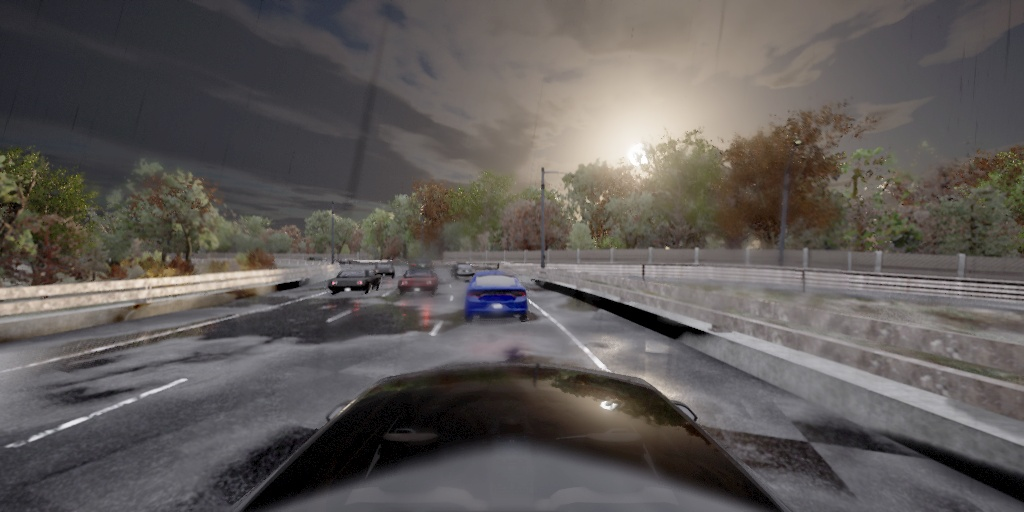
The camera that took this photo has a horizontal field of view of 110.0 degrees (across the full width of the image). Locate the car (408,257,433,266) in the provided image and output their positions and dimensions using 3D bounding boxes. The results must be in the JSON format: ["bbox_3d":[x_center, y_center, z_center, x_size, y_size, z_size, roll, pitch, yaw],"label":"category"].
[{"bbox_3d":[-9.377,1.093,36.697,2.150,2.045,5.566,0,0,-19],"label":"car"}]

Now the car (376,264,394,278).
[{"bbox_3d":[-12.676,1.469,35.550,1.895,1.301,4.718,0,0,-19],"label":"car"}]

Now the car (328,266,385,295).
[{"bbox_3d":[-8.786,1.417,20.467,1.895,1.301,4.718,0,0,-10],"label":"car"}]

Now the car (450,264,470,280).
[{"bbox_3d":[-4.647,1.408,33.525,2.033,1.411,5.357,0,0,-17],"label":"car"}]

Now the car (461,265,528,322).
[{"bbox_3d":[-0.626,1.265,12.503,1.882,1.535,5.008,0,0,-5],"label":"car"}]

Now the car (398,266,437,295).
[{"bbox_3d":[-5.240,1.416,20.486,1.895,1.301,4.718,0,0,-10],"label":"car"}]
